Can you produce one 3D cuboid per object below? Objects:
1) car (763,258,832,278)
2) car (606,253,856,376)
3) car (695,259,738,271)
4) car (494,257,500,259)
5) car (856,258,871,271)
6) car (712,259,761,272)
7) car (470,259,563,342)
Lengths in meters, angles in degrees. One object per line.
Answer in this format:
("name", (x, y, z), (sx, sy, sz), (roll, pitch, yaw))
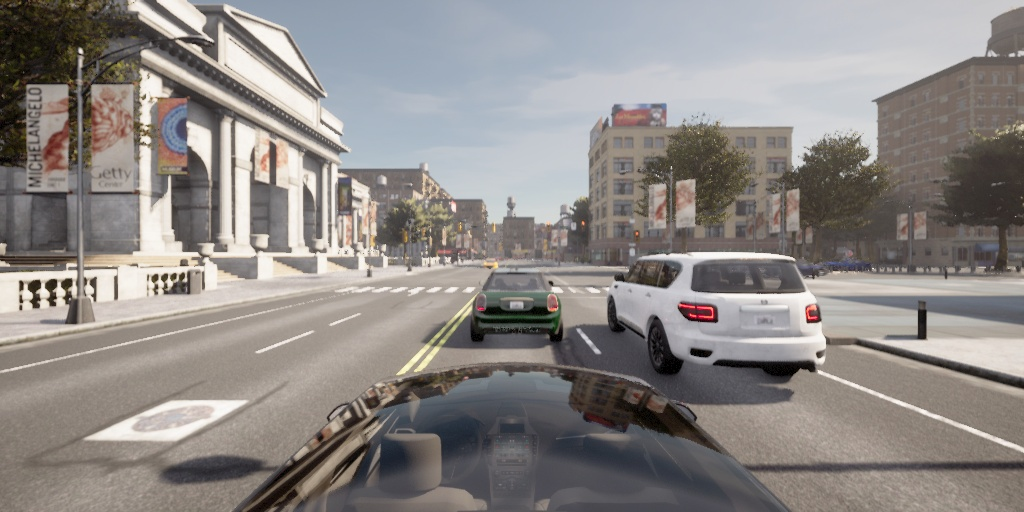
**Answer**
("car", (25.526, 1.035, 32.181), (4.553, 1.767, 2.097), (0, 0, -2))
("car", (3.576, 0.960, 7.577), (2.150, 2.045, 5.566), (0, 0, 3))
("car", (26.884, 1.184, 47.170), (4.674, 1.442, 1.812), (0, 0, 0))
("car", (-3.024, 1.174, 50.880), (1.882, 1.535, 5.008), (0, 1, 0))
("car", (40.532, 1.142, 43.544), (5.008, 1.535, 1.882), (0, 0, 1))
("car", (27.274, 1.169, 43.665), (4.892, 1.490, 1.837), (0, 0, 1))
("car", (0.128, 1.085, 9.920), (2.097, 1.767, 4.553), (0, 0, 1))
